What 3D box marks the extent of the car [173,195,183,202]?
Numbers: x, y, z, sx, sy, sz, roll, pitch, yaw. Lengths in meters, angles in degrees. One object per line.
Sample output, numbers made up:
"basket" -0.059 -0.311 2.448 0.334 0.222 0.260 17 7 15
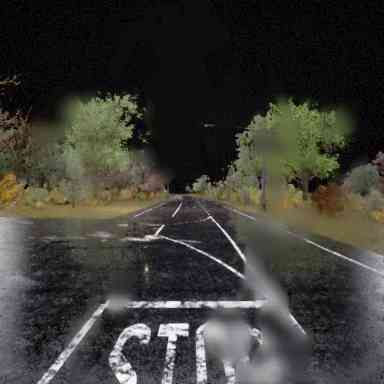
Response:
"car" -3.348 1.411 79.503 2.097 1.767 4.553 0 0 5
